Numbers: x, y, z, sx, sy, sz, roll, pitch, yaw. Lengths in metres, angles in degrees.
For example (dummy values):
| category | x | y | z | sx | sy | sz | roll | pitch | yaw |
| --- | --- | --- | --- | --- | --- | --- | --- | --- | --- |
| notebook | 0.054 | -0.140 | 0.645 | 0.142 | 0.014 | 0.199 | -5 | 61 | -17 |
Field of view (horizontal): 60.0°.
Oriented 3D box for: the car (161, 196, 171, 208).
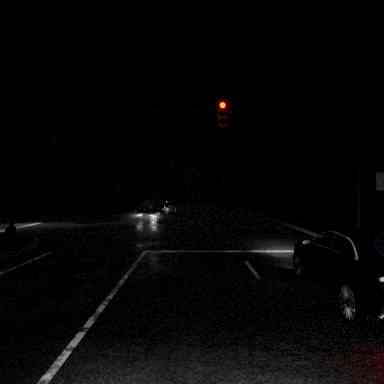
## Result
| category | x | y | z | sx | sy | sz | roll | pitch | yaw |
| --- | --- | --- | --- | --- | --- | --- | --- | --- | --- |
| car | -4.639 | 1.523 | 50.604 | 2.097 | 1.767 | 4.553 | 0 | -1 | -5 |

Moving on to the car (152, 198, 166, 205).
| category | x | y | z | sx | sy | sz | roll | pitch | yaw |
| --- | --- | --- | --- | --- | --- | --- | --- | --- | --- |
| car | -8.317 | 2.345 | 83.152 | 1.882 | 1.535 | 5.008 | 0 | -1 | -25 |

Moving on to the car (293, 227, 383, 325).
| category | x | y | z | sx | sy | sz | roll | pitch | yaw |
| --- | --- | --- | --- | --- | --- | --- | --- | --- | --- |
| car | 3.586 | 1.492 | 7.072 | 2.128 | 1.511 | 4.902 | 0 | 0 | 1 |

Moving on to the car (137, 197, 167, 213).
| category | x | y | z | sx | sy | sz | roll | pitch | yaw |
| --- | --- | --- | --- | --- | --- | --- | --- | --- | --- |
| car | -4.512 | 1.547 | 36.714 | 1.812 | 1.442 | 4.674 | 0 | 0 | 10 |

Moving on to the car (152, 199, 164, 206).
| category | x | y | z | sx | sy | sz | roll | pitch | yaw |
| --- | --- | --- | --- | --- | --- | --- | --- | --- | --- |
| car | -6.878 | 2.107 | 66.527 | 1.895 | 1.301 | 4.718 | 0 | -1 | -11 |

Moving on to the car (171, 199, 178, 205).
| category | x | y | z | sx | sy | sz | roll | pitch | yaw |
| --- | --- | --- | --- | --- | --- | --- | --- | --- | --- |
| car | -5.145 | 2.214 | 74.202 | 1.994 | 1.385 | 4.181 | 0 | -1 | -19 |

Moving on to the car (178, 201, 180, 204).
| category | x | y | z | sx | sy | sz | roll | pitch | yaw |
| --- | --- | --- | --- | --- | --- | --- | --- | --- | --- |
| car | -4.690 | 2.441 | 83.542 | 1.895 | 1.301 | 4.718 | 0 | -1 | -22 |
